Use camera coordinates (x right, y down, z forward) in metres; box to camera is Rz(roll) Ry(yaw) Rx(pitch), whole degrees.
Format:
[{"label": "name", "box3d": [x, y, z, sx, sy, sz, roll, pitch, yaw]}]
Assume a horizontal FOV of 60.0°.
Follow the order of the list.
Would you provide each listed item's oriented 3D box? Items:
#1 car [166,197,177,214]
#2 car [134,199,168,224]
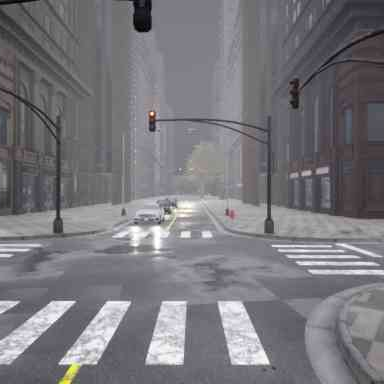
[{"label": "car", "box3d": [-3.044, 1.550, 34.998, 2.033, 1.411, 5.357, 0, 0, 0]}, {"label": "car", "box3d": [-3.060, 1.525, 24.588, 1.812, 1.442, 4.674, 0, 0, 0]}]
